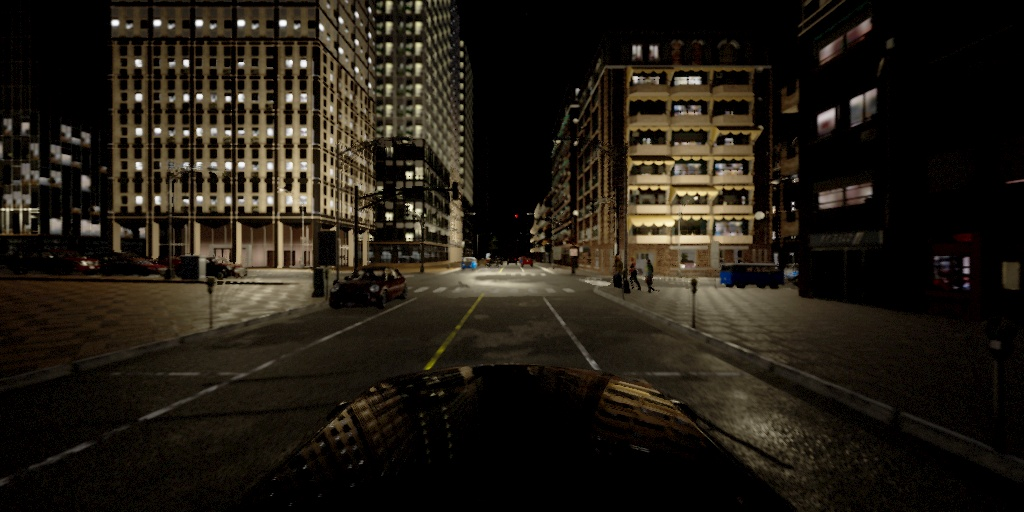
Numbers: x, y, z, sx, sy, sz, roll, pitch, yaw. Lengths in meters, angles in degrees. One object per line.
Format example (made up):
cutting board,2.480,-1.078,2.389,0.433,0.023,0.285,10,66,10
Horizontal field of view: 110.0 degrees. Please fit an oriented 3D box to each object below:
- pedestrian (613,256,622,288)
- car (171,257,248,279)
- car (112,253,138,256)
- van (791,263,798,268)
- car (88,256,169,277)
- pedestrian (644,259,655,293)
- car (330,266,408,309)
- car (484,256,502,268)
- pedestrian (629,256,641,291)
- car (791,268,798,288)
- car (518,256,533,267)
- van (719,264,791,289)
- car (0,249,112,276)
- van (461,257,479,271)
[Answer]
pedestrian,5.977,0.875,19.990,0.375,1.860,0.375,0,0,0
car,-21.145,0.795,25.426,4.097,1.591,1.967,0,0,0
car,-30.337,0.524,27.998,4.553,1.767,2.097,1,0,0
van,27.922,1.622,33.915,3.998,1.789,1.690,0,0,0
car,-26.719,0.830,25.414,4.207,1.307,1.802,0,0,0
pedestrian,7.448,1.048,19.390,0.375,1.860,0.375,0,0,0
car,-5.689,1.177,14.658,1.967,1.591,4.097,0,0,0
car,-3.036,1.211,59.252,1.837,1.490,4.892,0,0,1
pedestrian,6.376,0.875,18.790,0.375,1.860,0.375,0,0,0
car,22.454,1.762,25.555,4.313,1.339,1.948,0,0,0
car,2.696,1.020,63.785,2.192,1.841,5.009,0,0,0
van,16.914,1.430,25.373,3.998,1.789,1.690,0,0,0
car,-32.293,0.455,25.402,5.009,1.841,2.192,0,0,0
van,-5.686,1.053,47.132,1.690,1.789,3.998,0,0,0
